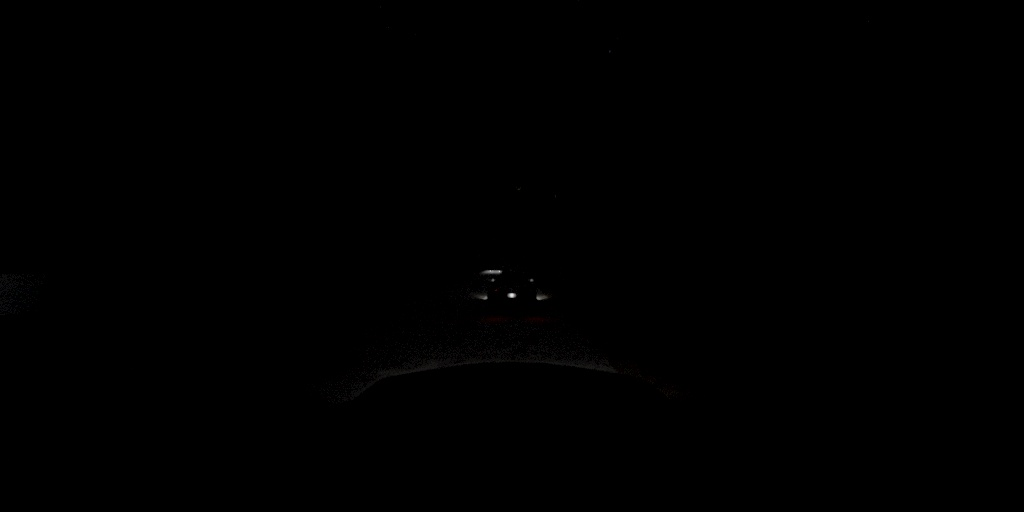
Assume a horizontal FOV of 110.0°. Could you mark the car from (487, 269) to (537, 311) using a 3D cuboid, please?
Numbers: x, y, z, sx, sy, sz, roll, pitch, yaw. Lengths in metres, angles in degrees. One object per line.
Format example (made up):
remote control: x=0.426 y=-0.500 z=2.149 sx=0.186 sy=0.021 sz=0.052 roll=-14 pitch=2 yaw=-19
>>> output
car: x=0.013 y=1.451 z=15.338 sx=1.994 sy=1.385 sz=4.181 roll=0 pitch=0 yaw=1

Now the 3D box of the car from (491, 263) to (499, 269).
car: x=-2.774 y=1.952 z=64.685 sx=1.895 sy=1.301 sz=4.718 roll=0 pitch=-1 yaw=0

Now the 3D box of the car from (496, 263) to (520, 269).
car: x=0.004 y=1.572 z=29.418 sx=2.033 sy=1.411 sz=5.357 roll=0 pitch=-1 yaw=0
